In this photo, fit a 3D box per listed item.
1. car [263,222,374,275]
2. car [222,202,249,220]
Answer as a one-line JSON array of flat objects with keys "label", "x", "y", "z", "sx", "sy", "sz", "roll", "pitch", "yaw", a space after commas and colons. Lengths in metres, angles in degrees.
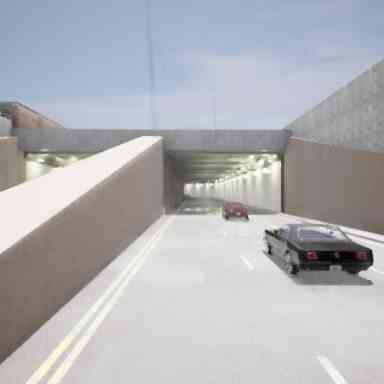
[{"label": "car", "x": 3.564, "y": 1.599, "z": 10.425, "sx": 1.895, "sy": 1.301, "sz": 4.718, "roll": 0, "pitch": 0, "yaw": 0}, {"label": "car", "x": 3.574, "y": 1.520, "z": 27.866, "sx": 1.812, "sy": 1.442, "sz": 4.674, "roll": 0, "pitch": 0, "yaw": 0}]
